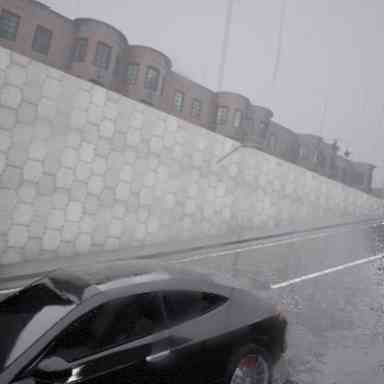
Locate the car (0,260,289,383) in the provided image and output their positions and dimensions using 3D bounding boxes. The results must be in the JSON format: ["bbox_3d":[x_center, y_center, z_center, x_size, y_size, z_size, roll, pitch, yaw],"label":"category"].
[{"bbox_3d":[-0.997,1.509,3.268,4.674,1.442,1.812,-1,0,-35],"label":"car"}]
